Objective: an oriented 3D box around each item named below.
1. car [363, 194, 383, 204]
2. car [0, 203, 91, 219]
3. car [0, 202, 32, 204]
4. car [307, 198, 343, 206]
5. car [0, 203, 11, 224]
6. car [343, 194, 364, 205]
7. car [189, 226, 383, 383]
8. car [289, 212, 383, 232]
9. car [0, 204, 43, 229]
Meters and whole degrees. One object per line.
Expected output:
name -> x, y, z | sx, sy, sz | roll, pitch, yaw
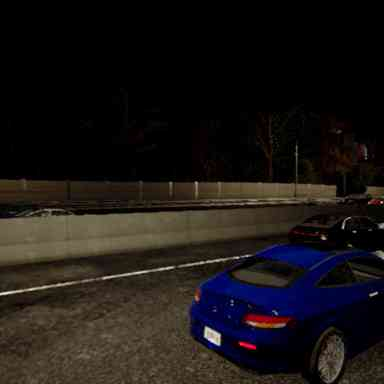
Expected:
car -> 24.753, 1.365, 43.106 | 4.553, 1.767, 2.097 | 0, 0, -35
car -> -7.296, 1.492, 15.984 | 4.902, 1.511, 2.128 | 0, 0, -35
car -> -10.291, 1.352, 18.146 | 4.553, 1.767, 2.097 | 0, 0, -35
car -> 18.787, 1.560, 47.451 | 5.357, 1.411, 2.033 | 0, 0, -35
car -> -15.635, 1.548, 22.885 | 5.357, 1.411, 2.033 | 0, 0, -36
car -> 22.815, 1.237, 46.019 | 5.566, 2.045, 2.150 | 0, 0, -35
car -> 2.116, 1.525, 5.254 | 4.674, 1.442, 1.812 | 0, 0, -36
car -> 5.511, 1.504, 11.975 | 4.892, 1.490, 1.837 | 0, 0, -35
car -> -11.973, 1.564, 21.246 | 4.181, 1.385, 1.994 | 0, 0, -35
